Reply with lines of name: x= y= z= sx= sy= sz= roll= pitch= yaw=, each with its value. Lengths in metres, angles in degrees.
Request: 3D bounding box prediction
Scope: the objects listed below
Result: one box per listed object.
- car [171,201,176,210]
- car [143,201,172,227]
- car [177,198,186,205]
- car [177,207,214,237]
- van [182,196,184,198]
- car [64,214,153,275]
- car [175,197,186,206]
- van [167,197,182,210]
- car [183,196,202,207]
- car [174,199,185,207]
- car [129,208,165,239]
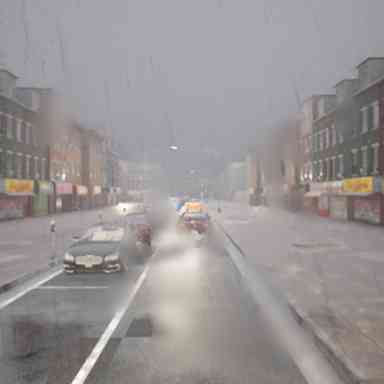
car: x=-2.548 y=1.737 z=26.718 sx=1.752 sy=1.417 sz=4.829 roll=0 pitch=0 yaw=0
car: x=-2.567 y=1.609 z=21.454 sx=1.967 sy=1.590 sz=4.097 roll=0 pitch=0 yaw=0
car: x=-2.367 y=2.185 z=75.790 sx=1.887 sy=1.381 sz=4.507 roll=0 pitch=-1 yaw=0
car: x=0.165 y=1.751 z=18.800 sx=1.895 sy=1.301 sz=4.718 roll=0 pitch=0 yaw=0
van: x=-2.428 y=1.833 z=59.491 sx=1.690 sy=1.788 sz=3.998 roll=0 pitch=0 yaw=0
car: x=-2.607 y=1.633 z=10.586 sx=2.008 sy=1.369 sz=4.403 roll=0 pitch=0 yaw=0
car: x=-2.388 y=1.905 z=70.358 sx=2.192 sy=1.841 sz=5.009 roll=0 pitch=-1 yaw=0
van: x=-2.488 y=1.691 z=43.190 sx=1.690 sy=1.788 sz=3.998 roll=0 pitch=0 yaw=0
car: x=0.258 y=1.711 z=44.008 sx=2.097 sy=1.767 sz=4.553 roll=0 pitch=-1 yaw=0
car: x=-2.407 y=2.085 z=64.923 sx=1.887 sy=1.381 sz=4.507 roll=0 pitch=-1 yaw=0
car: x=-2.587 y=1.670 z=16.019 sx=1.887 sy=1.381 sz=4.507 roll=0 pitch=0 yaw=0
